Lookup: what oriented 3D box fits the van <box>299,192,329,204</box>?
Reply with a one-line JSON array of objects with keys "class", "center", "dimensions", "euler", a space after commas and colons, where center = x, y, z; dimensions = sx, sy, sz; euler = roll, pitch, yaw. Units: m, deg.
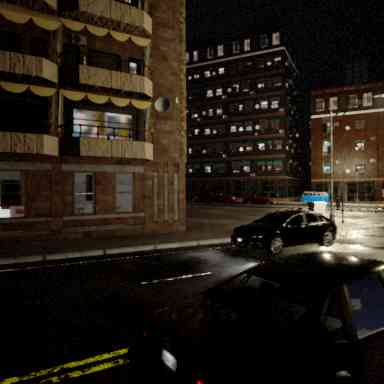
[{"class": "van", "center": [17.520, 0.882, 47.545], "dimensions": [3.998, 1.788, 1.690], "euler": [1, 0, 27]}]

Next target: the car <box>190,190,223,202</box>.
[{"class": "car", "center": [2.451, 0.604, 55.184], "dimensions": [5.009, 1.841, 2.192], "euler": [1, 0, 27]}]

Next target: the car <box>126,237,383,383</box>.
[{"class": "car", "center": [1.929, 1.546, 4.291], "dimensions": [5.357, 1.411, 2.033], "euler": [0, 0, -31]}]

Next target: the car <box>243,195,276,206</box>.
[{"class": "car", "center": [8.612, 1.105, 42.662], "dimensions": [4.206, 1.307, 1.802], "euler": [1, 0, 27]}]

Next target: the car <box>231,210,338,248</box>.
[{"class": "car", "center": [3.781, 1.505, 13.319], "dimensions": [4.892, 1.490, 1.837], "euler": [1, 0, -32]}]

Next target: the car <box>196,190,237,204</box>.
[{"class": "car", "center": [3.594, 0.754, 45.210], "dimensions": [5.009, 1.841, 2.192], "euler": [1, 0, 27]}]

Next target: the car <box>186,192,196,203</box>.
[{"class": "car", "center": [-0.815, 0.815, 50.338], "dimensions": [4.902, 1.511, 2.128], "euler": [1, 1, 27]}]
